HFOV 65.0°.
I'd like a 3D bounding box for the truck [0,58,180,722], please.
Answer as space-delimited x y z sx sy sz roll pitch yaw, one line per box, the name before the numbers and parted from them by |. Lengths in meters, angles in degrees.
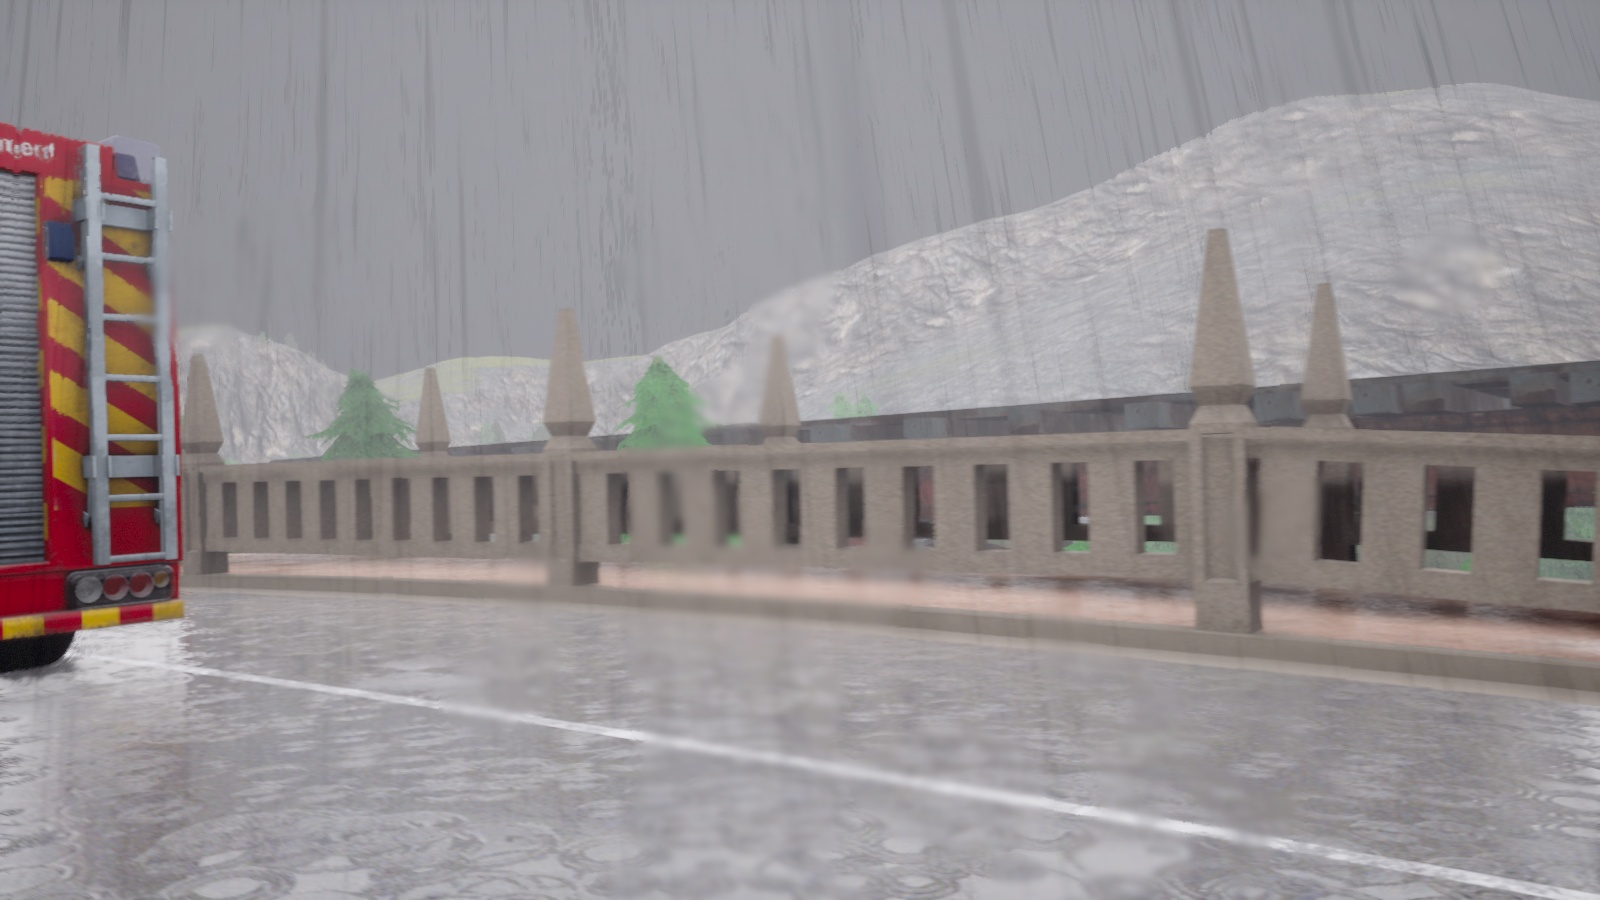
truck | -8.371 -0.147 9.170 8.468 3.827 2.891 -4 -1 34
